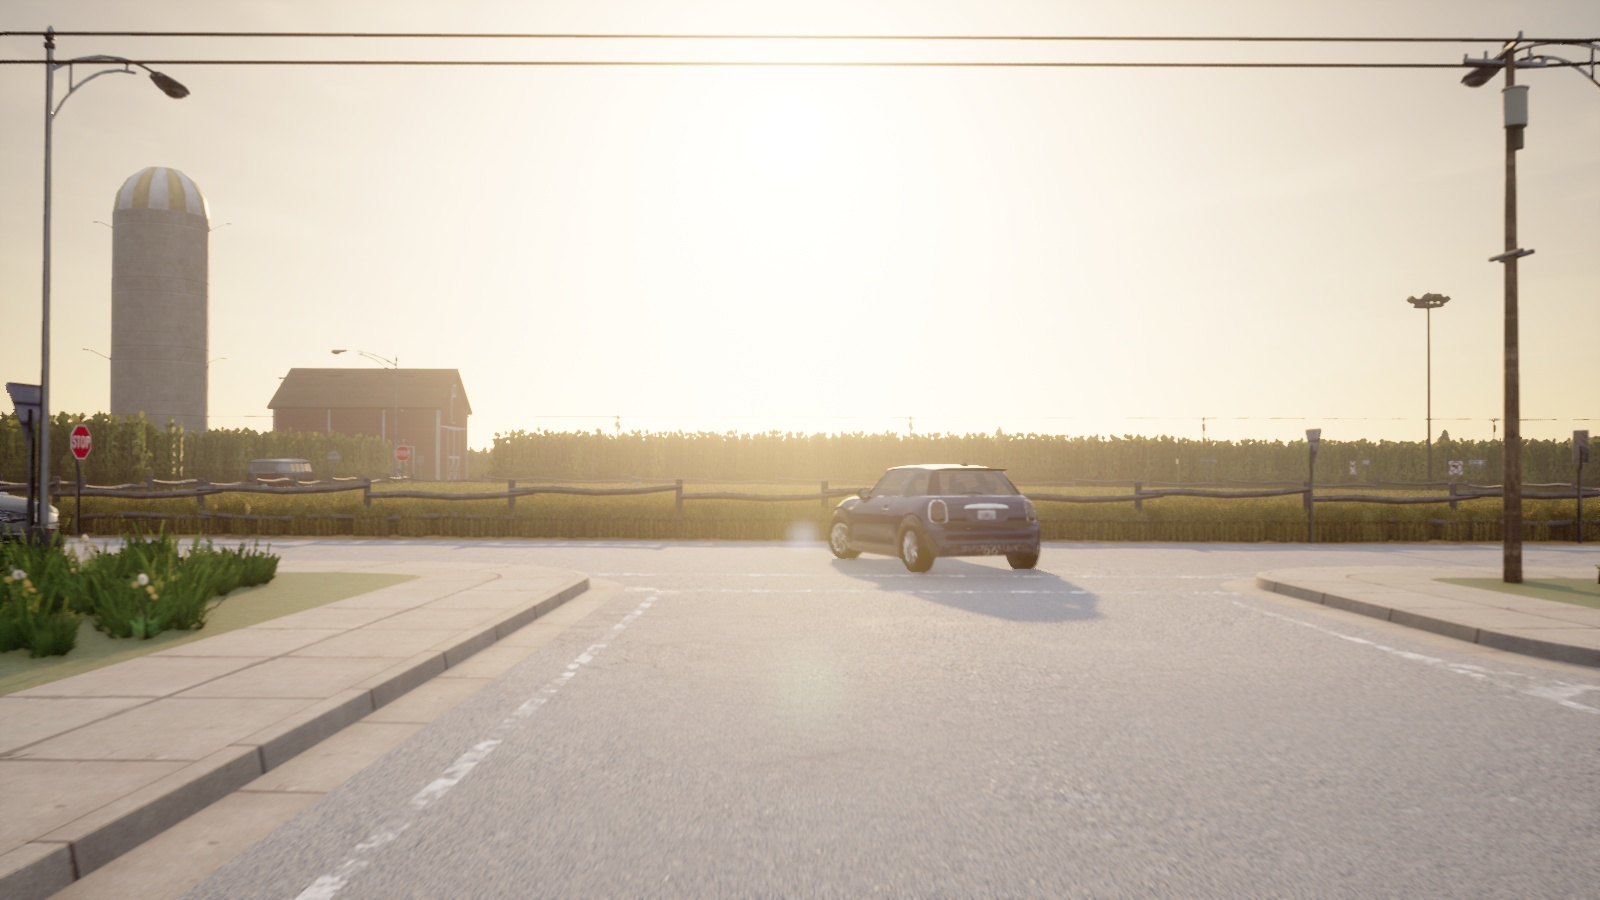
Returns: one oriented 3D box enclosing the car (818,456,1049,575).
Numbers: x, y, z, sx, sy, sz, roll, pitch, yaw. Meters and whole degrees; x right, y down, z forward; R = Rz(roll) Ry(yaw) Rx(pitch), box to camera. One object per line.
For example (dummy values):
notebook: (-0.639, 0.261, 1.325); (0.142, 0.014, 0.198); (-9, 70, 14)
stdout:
car: (2.089, 1.020, 21.207); (2.097, 1.767, 4.553); (0, -1, -20)

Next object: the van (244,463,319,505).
van: (-25.137, 1.613, 61.074); (1.775, 1.987, 4.442); (0, -1, 1)

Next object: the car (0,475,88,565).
car: (-15.693, 1.207, 22.291); (4.902, 1.511, 2.128); (0, -1, 2)
